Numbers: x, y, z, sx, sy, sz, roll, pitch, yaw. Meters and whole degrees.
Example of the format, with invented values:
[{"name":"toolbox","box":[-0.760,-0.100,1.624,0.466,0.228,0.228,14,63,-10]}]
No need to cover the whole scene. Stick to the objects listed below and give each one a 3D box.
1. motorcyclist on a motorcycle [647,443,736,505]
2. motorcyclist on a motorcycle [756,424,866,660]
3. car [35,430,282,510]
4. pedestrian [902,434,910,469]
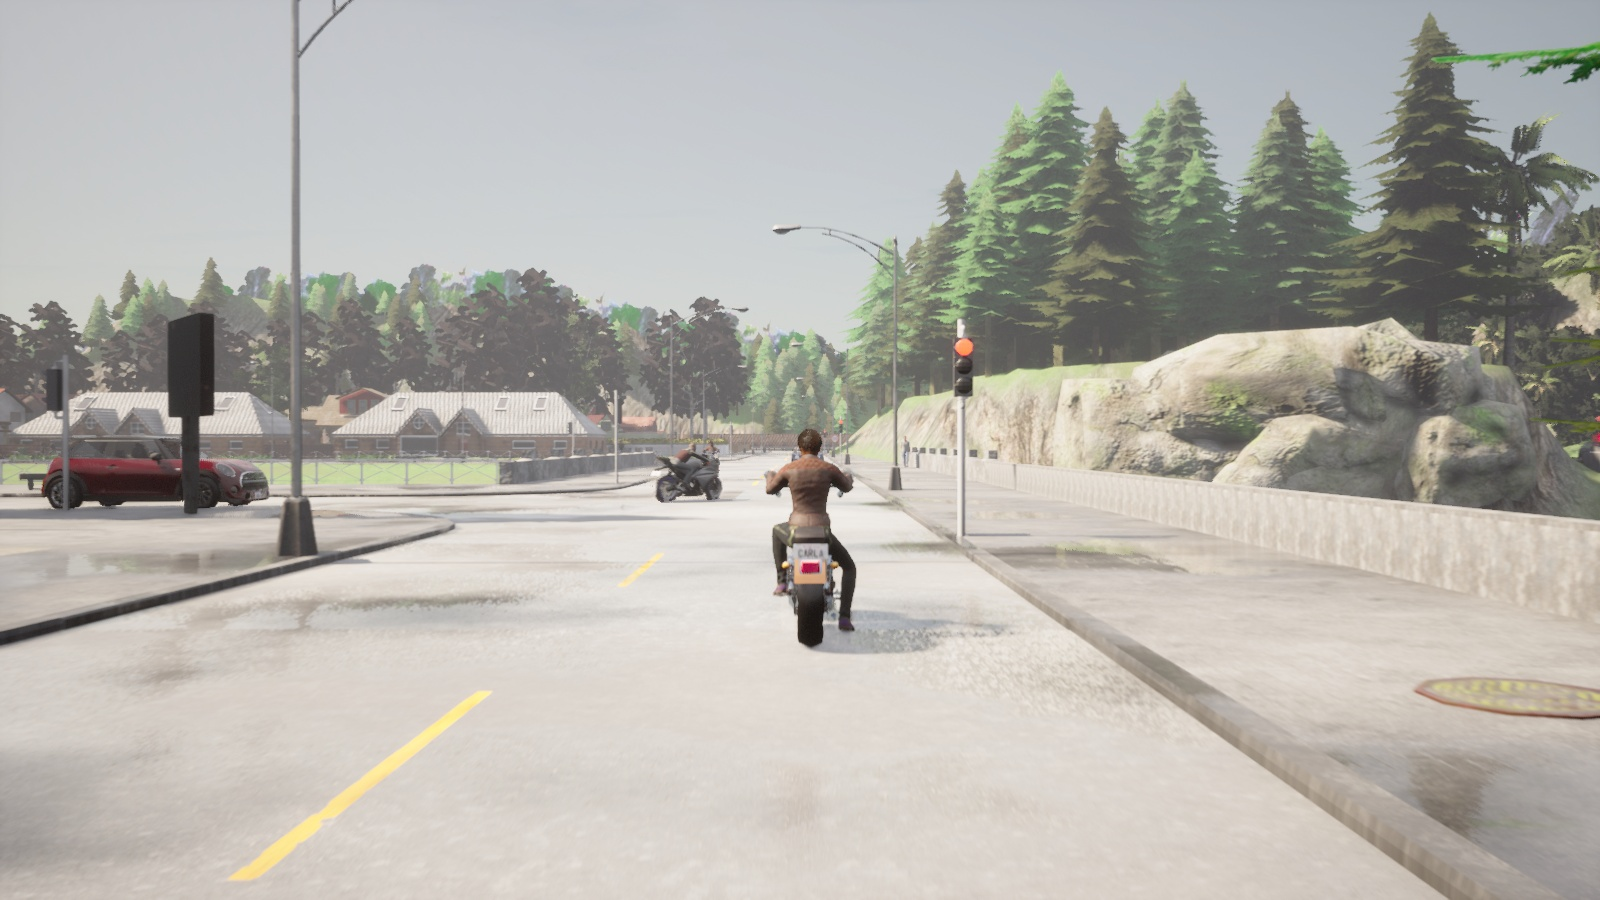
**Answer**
[{"name":"motorcyclist on a motorcycle","box":[-2.763,0.598,32.201,2.191,1.530,0.866,0,-1,-44]},{"name":"motorcyclist on a motorcycle","box":[0.076,0.641,9.960,0.766,1.649,2.350,0,0,0]},{"name":"car","box":[-14.505,0.432,28.597,4.553,1.767,2.097,0,0,0]},{"name":"pedestrian","box":[5.718,0.080,67.636,0.354,1.836,0.706,0,0,0]}]
